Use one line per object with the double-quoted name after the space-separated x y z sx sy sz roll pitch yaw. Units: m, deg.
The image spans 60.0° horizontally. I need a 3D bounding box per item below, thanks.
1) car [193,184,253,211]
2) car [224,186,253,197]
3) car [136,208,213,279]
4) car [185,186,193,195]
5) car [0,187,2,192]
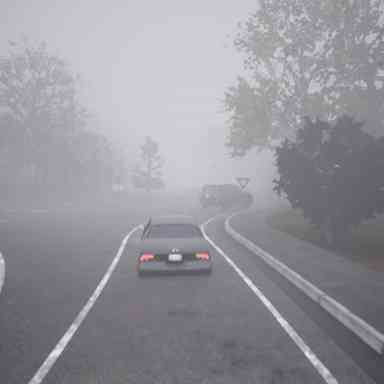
2.847 0.362 27.147 2.150 2.045 5.566 2 3 40 "car"
6.480 -0.132 46.853 2.033 1.411 5.357 -1 2 -17 "car"
-0.562 1.376 9.665 2.033 1.411 5.357 0 2 -5 "car"
0.649 -0.260 50.888 1.994 1.385 4.181 -1 3 -35 "car"
-31.962 -0.410 51.187 2.128 1.511 4.902 1 2 34 "car"
